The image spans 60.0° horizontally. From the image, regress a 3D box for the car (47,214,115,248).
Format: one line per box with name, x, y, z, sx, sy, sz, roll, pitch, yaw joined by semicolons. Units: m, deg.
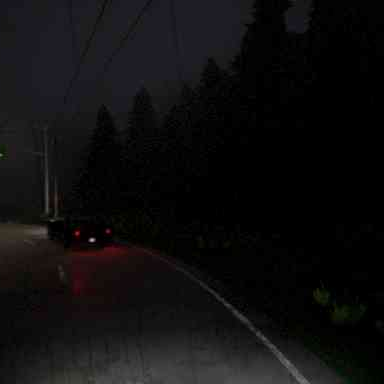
car;-5.254;1.659;15.230;1.895;1.301;4.718;0;0;-34
